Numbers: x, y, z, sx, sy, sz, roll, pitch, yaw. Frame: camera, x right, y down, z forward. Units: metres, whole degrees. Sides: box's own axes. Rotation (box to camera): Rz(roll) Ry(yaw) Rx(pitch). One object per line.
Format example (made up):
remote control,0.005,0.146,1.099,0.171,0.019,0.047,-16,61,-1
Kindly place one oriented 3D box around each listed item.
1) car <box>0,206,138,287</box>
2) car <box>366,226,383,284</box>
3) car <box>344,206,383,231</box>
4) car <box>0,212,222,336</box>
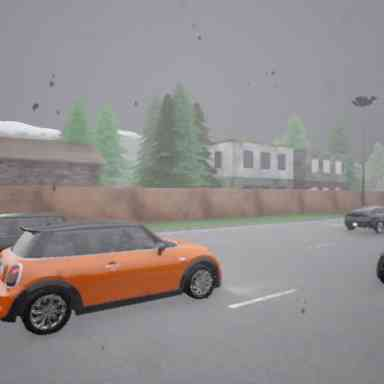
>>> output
car,-4.079,1.362,9.434,4.553,1.767,2.097,0,0,-35
car,6.504,1.617,8.383,4.181,1.385,1.994,0,0,-35
car,11.274,1.616,20.381,4.892,1.490,1.837,0,0,-35
car,-1.530,1.366,6.955,4.553,1.767,2.097,0,0,-35
